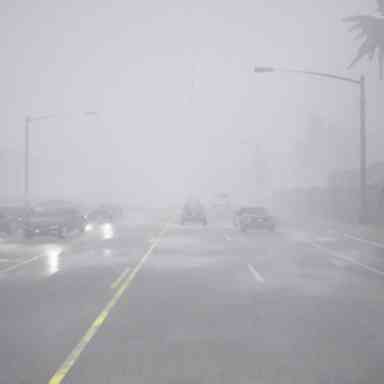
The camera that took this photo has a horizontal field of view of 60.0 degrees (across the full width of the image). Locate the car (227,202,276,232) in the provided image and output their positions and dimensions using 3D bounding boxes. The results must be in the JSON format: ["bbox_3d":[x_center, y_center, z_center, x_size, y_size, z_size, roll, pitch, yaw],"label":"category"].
[{"bbox_3d":[3.616,1.543,20.086,2.033,1.411,5.357,0,0,0],"label":"car"}]

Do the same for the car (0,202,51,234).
[{"bbox_3d":[-10.484,1.554,19.483,2.033,1.411,5.357,0,0,0],"label":"car"}]

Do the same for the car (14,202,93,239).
[{"bbox_3d":[-6.986,1.517,17.406,1.837,1.490,4.892,0,0,0],"label":"car"}]

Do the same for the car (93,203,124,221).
[{"bbox_3d":[-6.977,1.561,27.390,1.895,1.301,4.718,0,0,0],"label":"car"}]

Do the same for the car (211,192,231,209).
[{"bbox_3d":[3.617,1.069,42.215,2.150,2.045,5.566,0,0,0],"label":"car"}]

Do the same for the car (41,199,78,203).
[{"bbox_3d":[-10.480,1.350,24.731,2.097,1.767,4.553,0,0,0],"label":"car"}]

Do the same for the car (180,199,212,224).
[{"bbox_3d":[0.120,1.522,24.216,2.033,1.411,5.357,0,0,0],"label":"car"}]

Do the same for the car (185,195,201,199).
[{"bbox_3d":[0.128,1.184,45.925,2.097,1.767,4.553,0,1,0],"label":"car"}]
